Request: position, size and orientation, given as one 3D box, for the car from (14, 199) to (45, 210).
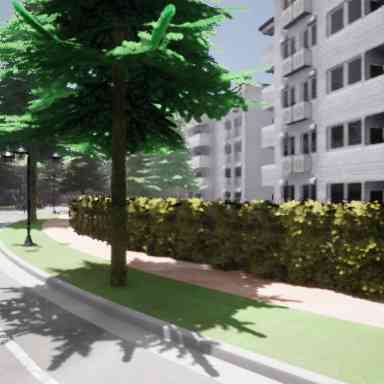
[{"bbox_3d":[-22.214,1.701,45.719,1.837,1.490,4.892,0,-1,10],"label":"car"}]
